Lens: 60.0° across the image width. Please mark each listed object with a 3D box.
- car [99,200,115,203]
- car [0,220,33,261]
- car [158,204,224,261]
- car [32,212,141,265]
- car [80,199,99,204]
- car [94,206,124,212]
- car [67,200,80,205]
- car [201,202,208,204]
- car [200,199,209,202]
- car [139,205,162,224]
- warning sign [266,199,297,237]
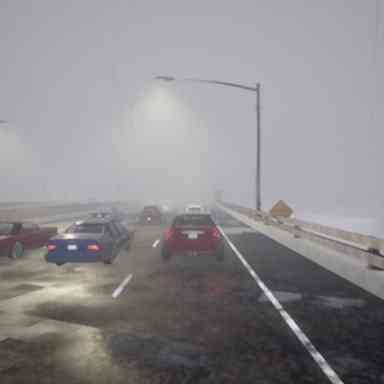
[{"bbox_3d":[-16.304,2.328,65.794,1.812,1.442,4.674,0,-1,2],"label":"car"},{"bbox_3d":[-6.947,1.749,12.931,1.895,1.301,4.718,0,-1,1],"label":"car"},{"bbox_3d":[0.058,1.499,13.063,2.097,1.767,4.553,0,-1,1],"label":"car"},{"bbox_3d":[-3.460,1.687,12.186,2.033,1.411,5.357,0,-1,1],"label":"car"},{"bbox_3d":[-19.803,2.161,65.875,2.097,1.767,4.553,0,-1,2],"label":"car"},{"bbox_3d":[-6.799,1.863,27.149,2.033,1.411,5.357,0,-1,1],"label":"car"},{"bbox_3d":[-23.299,2.362,65.980,1.994,1.385,4.181,0,-1,2],"label":"car"},{"bbox_3d":[0.236,1.854,28.409,1.812,1.442,4.674,0,0,1],"label":"car"},{"bbox_3d":[2.891,2.394,76.941,1.801,1.575,5.366,0,-1,3],"label":"car"},{"bbox_3d":[-3.273,1.833,28.067,1.837,1.490,4.892,0,0,1],"label":"car"},{"bbox_3d":[4.605,1.311,17.227,1.300,1.860,1.060,-1,-2,1],"label":"warning sign"}]
